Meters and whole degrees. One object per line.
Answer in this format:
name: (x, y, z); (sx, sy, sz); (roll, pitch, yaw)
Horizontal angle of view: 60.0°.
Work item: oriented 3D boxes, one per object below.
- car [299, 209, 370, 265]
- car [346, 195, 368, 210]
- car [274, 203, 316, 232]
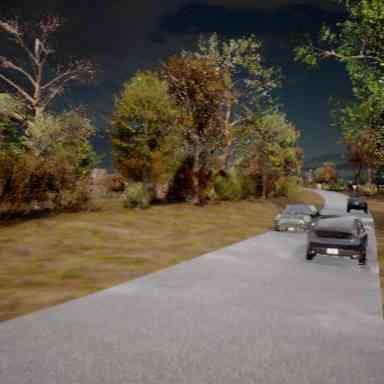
car: (5.486, 1.605, 12.410); (1.837, 1.490, 4.892); (1, 0, 28)
car: (20.162, 1.404, 40.703); (2.150, 2.045, 5.566); (0, 1, 26)
car: (6.576, 1.486, 20.460); (2.097, 1.767, 4.553); (1, 0, 28)
